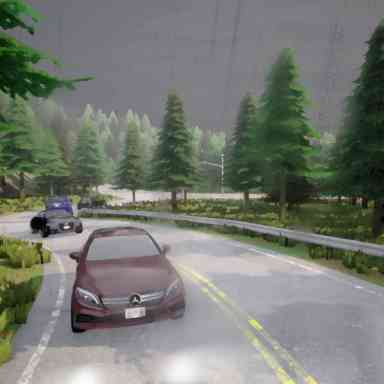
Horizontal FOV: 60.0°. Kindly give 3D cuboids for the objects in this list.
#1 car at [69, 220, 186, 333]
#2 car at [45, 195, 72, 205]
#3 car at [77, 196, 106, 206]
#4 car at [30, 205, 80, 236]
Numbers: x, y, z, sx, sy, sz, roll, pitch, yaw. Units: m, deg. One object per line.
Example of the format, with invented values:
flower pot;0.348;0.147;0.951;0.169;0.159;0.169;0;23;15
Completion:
car;-1.529;1.523;7.111;1.812;1.442;4.674;-2;0;-17
car;-12.898;1.326;32.240;2.150;2.045;5.566;-1;0;-18
car;-12.765;1.289;42.833;2.097;1.767;4.553;2;2;13
car;-7.692;1.674;18.689;1.994;1.385;4.181;-4;2;-38
